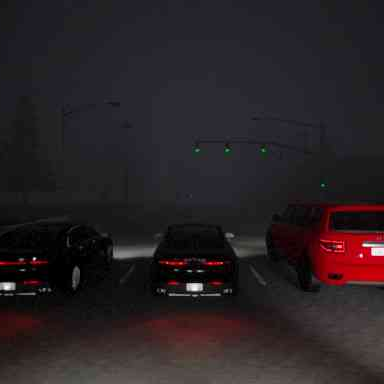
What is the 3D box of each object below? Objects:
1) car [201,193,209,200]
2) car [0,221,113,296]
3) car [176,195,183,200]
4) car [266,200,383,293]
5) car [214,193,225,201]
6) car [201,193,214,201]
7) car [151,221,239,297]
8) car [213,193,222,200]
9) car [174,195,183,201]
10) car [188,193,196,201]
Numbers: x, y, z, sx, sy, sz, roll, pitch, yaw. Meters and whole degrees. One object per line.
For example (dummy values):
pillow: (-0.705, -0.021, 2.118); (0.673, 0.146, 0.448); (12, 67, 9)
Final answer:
car: (3.534, 1.187, 91.816); (2.097, 1.767, 4.553); (0, 0, 0)
car: (-3.433, 1.506, 8.649); (1.837, 1.490, 4.892); (0, 0, 0)
car: (-3.466, 1.427, 91.878); (1.895, 1.301, 4.718); (0, 0, 0)
car: (3.569, 1.222, 8.976); (2.150, 2.045, 5.566); (0, 0, 0)
car: (7.030, 1.491, 81.424); (1.837, 1.490, 4.892); (0, 0, 0)
car: (3.530, 1.347, 81.812); (2.097, 1.767, 4.553); (0, 0, 0)
car: (0.067, 1.506, 8.595); (1.837, 1.490, 4.892); (0, 0, 0)
car: (7.034, 1.187, 91.814); (2.097, 1.767, 4.553); (0, 0, 0)
car: (-3.470, 1.516, 81.845); (1.812, 1.442, 4.674); (0, 0, 0)
car: (0.030, 1.517, 81.427); (2.128, 1.511, 4.902); (0, 0, 0)
